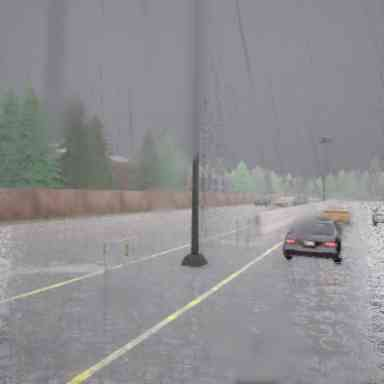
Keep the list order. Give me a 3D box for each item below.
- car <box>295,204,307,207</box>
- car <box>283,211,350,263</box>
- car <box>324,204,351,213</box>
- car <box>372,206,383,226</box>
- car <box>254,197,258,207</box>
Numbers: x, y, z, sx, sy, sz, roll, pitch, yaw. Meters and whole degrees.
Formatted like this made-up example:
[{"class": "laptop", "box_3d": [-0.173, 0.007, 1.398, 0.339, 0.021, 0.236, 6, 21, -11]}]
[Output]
[{"class": "car", "box_3d": [19.482, 1.763, 58.843, 2.150, 2.045, 5.566, 0, 0, 27]}, {"class": "car", "box_3d": [4.750, 1.669, 12.605, 2.033, 1.411, 5.357, 0, 0, 26]}, {"class": "car", "box_3d": [12.080, 1.762, 27.635, 1.882, 1.535, 5.008, 0, 0, 27]}, {"class": "car", "box_3d": [15.062, 1.829, 25.774, 1.812, 1.442, 4.674, 0, 0, 27]}, {"class": "car", "box_3d": [13.190, 1.719, 61.888, 2.150, 2.045, 5.566, 0, 0, 27]}]
